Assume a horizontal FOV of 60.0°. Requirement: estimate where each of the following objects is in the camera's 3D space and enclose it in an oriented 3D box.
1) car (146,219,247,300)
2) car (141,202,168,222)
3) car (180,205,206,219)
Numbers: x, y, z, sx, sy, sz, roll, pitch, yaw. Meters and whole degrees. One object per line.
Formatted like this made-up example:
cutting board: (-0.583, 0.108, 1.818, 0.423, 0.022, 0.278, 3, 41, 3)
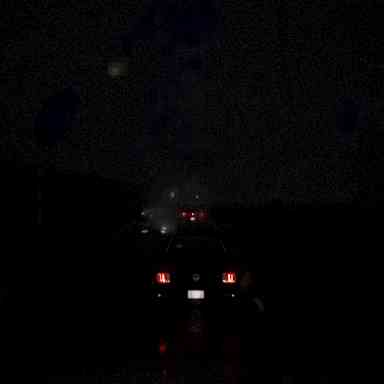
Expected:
car: (0.083, 1.604, 8.357, 1.895, 1.301, 4.718, 0, 0, 0)
car: (-2.905, 1.550, 26.460, 1.812, 1.442, 4.674, 0, 0, 0)
car: (0.043, 1.623, 25.829, 1.895, 1.301, 4.718, 0, 0, 0)
